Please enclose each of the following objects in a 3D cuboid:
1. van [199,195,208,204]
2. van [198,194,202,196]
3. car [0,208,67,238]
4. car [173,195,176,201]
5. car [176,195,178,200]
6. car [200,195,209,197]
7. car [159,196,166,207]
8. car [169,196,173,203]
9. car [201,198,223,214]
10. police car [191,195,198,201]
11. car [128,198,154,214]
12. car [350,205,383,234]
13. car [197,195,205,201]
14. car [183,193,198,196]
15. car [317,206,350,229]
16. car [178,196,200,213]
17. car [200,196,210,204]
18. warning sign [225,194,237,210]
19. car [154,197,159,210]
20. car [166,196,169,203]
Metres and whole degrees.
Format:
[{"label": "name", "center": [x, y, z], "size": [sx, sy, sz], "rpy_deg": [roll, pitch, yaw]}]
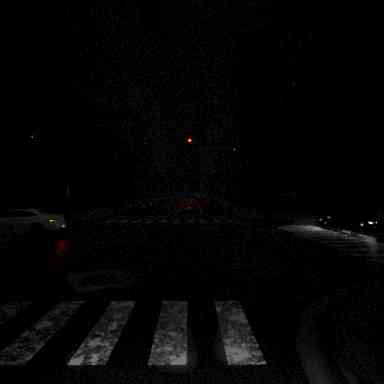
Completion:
[{"label": "van", "center": [2.386, 1.453, 69.199], "size": [1.690, 1.788, 3.998], "rpy_deg": [0, 0, 0]}, {"label": "van", "center": [2.371, 1.424, 58.178], "size": [1.690, 1.788, 3.998], "rpy_deg": [0, 0, 0]}, {"label": "car", "center": [-8.991, 1.557, 17.315], "size": [4.674, 1.442, 1.812], "rpy_deg": [0, 0, 0]}, {"label": "car", "center": [-5.624, 1.694, 80.231], "size": [2.008, 1.369, 4.403], "rpy_deg": [0, 0, 0]}, {"label": "car", "center": [-5.609, 1.721, 91.253], "size": [1.887, 1.381, 4.507], "rpy_deg": [0, 0, 0]}, {"label": "car", "center": [2.363, 1.637, 52.667], "size": [1.947, 1.339, 4.313], "rpy_deg": [0, 0, 0]}, {"label": "car", "center": [-5.662, 1.653, 52.678], "size": [1.802, 1.307, 4.206], "rpy_deg": [0, 0, 0]}, {"label": "car", "center": [-5.639, 1.552, 69.210], "size": [1.967, 1.590, 4.097], "rpy_deg": [0, 0, 0]}, {"label": "car", "center": [2.341, 1.606, 36.134], "size": [1.947, 1.339, 4.313], "rpy_deg": [0, 0, 0]}, {"label": "police car", "center": [0.603, 1.599, 90.214], "size": [1.930, 1.638, 5.238], "rpy_deg": [0, 0, 0]}, {"label": "car", "center": [-5.684, 1.480, 36.146], "size": [1.967, 1.590, 4.097], "rpy_deg": [0, 0, 0]}, {"label": "car", "center": [11.287, 1.458, 17.380], "size": [4.892, 1.490, 1.837], "rpy_deg": [0, 0, -1]}, {"label": "car", "center": [2.409, 1.600, 85.732], "size": [1.967, 1.590, 4.097], "rpy_deg": [0, 0, 0]}, {"label": "car", "center": [-0.159, 1.452, 65.340], "size": [2.097, 1.767, 4.553], "rpy_deg": [0, 0, 0]}, {"label": "car", "center": [9.981, 1.529, 20.638], "size": [4.181, 1.385, 1.994], "rpy_deg": [0, 0, 0]}, {"label": "car", "center": [-0.261, 1.521, 38.327], "size": [1.882, 1.535, 5.008], "rpy_deg": [0, 0, 1]}, {"label": "car", "center": [2.356, 1.641, 47.157], "size": [1.802, 1.307, 4.206], "rpy_deg": [0, 0, 0]}, {"label": "warning sign", "center": [4.651, 1.162, 40.099], "size": [1.300, 1.860, 1.060], "rpy_deg": [0, 0, 0]}, {"label": "car", "center": [-5.677, 1.490, 41.656], "size": [1.967, 1.590, 4.097], "rpy_deg": [0, 0, 0]}, {"label": "car", "center": [-5.654, 1.634, 58.188], "size": [2.008, 1.369, 4.403], "rpy_deg": [0, 0, 0]}]
